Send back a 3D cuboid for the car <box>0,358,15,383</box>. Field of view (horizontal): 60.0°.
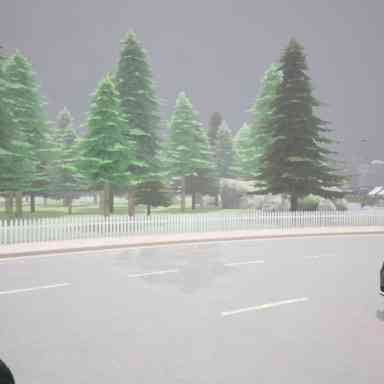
[{"bbox_3d":[-3.388,1.478,1.145,5.008,1.535,1.882,0,0,-37],"label":"car"}]

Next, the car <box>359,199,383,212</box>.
[{"bbox_3d":[19.981,1.619,36.075,1.994,1.385,4.181,0,0,-3],"label":"car"}]

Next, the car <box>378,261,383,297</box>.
[{"bbox_3d":[5.722,1.492,6.151,4.902,1.511,2.128,0,0,-23],"label":"car"}]

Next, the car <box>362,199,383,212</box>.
[{"bbox_3d":[23.187,1.581,41.124,1.812,1.442,4.674,0,0,-3],"label":"car"}]
